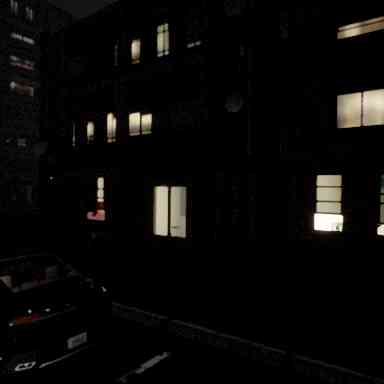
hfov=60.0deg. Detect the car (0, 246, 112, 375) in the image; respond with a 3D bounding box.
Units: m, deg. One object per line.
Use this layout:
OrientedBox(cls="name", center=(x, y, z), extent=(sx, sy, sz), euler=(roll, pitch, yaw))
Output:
OrientedBox(cls="car", center=(-3.152, 1.544, 5.268), extent=(4.403, 1.369, 2.008), euler=(0, 1, 36))
